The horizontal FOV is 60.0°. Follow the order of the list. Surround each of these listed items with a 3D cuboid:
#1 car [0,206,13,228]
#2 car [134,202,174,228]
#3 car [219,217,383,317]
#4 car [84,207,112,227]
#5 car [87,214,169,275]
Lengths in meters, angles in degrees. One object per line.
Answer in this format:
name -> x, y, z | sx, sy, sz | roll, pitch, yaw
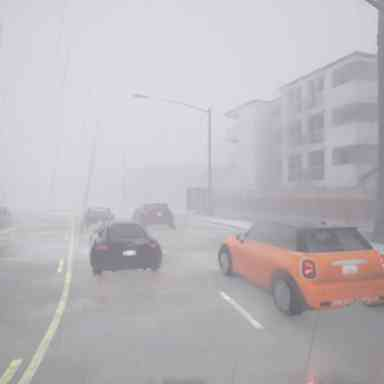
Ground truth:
car -> -14.297, 1.740, 24.005 | 2.033, 1.411, 5.357 | 0, 0, -19
car -> -2.768, 1.485, 23.193 | 2.097, 1.767, 4.553 | 0, 0, -19
car -> 2.222, 1.382, 7.853 | 2.097, 1.767, 4.553 | 0, 0, -15
car -> -6.935, 1.761, 24.529 | 1.895, 1.301, 4.718 | 0, 0, -20
car -> -2.288, 1.630, 10.856 | 1.994, 1.385, 4.181 | 0, -1, -18
